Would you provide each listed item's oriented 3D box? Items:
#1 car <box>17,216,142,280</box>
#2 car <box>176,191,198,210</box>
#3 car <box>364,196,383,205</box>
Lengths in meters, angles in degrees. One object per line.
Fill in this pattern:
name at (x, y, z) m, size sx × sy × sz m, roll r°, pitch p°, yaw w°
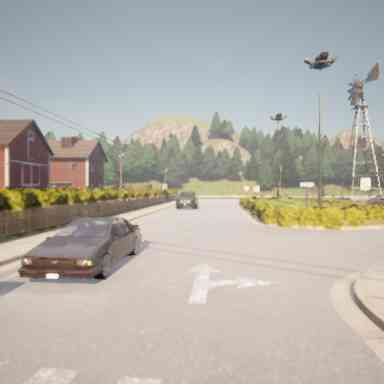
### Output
car at (-2.888, 1.470, 10.045) m, size 2.033 × 1.411 × 5.357 m, roll 0°, pitch 0°, yaw 5°
car at (-0.489, 0.944, 37.812) m, size 2.150 × 2.045 × 5.566 m, roll 0°, pitch 0°, yaw 5°
car at (25.983, 1.233, 45.880) m, size 3.905 × 1.438 × 1.784 m, roll 0°, pitch 0°, yaw 5°
